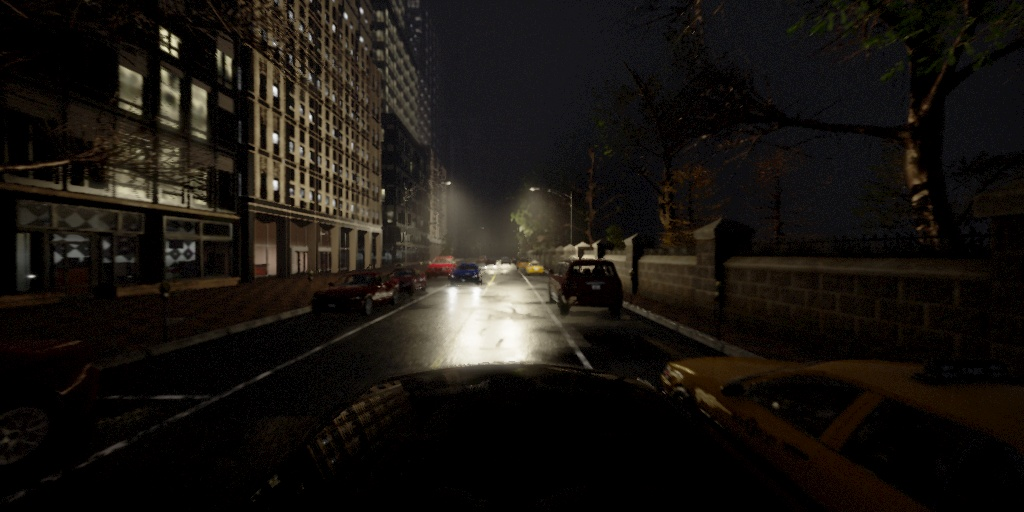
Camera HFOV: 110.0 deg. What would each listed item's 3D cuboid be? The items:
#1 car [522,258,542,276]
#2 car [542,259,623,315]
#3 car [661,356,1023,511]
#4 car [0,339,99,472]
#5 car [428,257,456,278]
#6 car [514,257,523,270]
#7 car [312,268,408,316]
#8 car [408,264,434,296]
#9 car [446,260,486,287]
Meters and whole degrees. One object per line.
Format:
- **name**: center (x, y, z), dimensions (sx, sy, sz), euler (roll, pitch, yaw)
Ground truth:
- **car**: center (2.247, 1.168, 35.585), dimensions (1.751, 1.417, 4.829), euler (0, 0, -1)
- **car**: center (2.526, 1.029, 13.226), dimensions (2.192, 1.841, 5.009), euler (0, 0, 0)
- **car**: center (2.566, 1.273, 2.298), dimensions (1.751, 1.417, 4.829), euler (0, 0, 0)
- **car**: center (-5.459, 1.296, 2.053), dimensions (1.888, 1.381, 4.507), euler (0, 0, 0)
- **car**: center (-5.682, 0.979, 29.793), dimensions (2.192, 1.841, 5.009), euler (0, 0, -1)
- **car**: center (1.586, 1.048, 50.152), dimensions (1.801, 1.575, 5.366), euler (0, 0, -1)
- **car**: center (-5.499, 1.263, 13.149), dimensions (1.888, 1.381, 4.507), euler (0, 0, 0)
- **car**: center (-5.545, 1.282, 18.699), dimensions (1.802, 1.307, 4.207), euler (0, 0, -1)
- **car**: center (-2.989, 1.207, 24.175), dimensions (1.812, 1.442, 4.674), euler (0, 0, -1)
